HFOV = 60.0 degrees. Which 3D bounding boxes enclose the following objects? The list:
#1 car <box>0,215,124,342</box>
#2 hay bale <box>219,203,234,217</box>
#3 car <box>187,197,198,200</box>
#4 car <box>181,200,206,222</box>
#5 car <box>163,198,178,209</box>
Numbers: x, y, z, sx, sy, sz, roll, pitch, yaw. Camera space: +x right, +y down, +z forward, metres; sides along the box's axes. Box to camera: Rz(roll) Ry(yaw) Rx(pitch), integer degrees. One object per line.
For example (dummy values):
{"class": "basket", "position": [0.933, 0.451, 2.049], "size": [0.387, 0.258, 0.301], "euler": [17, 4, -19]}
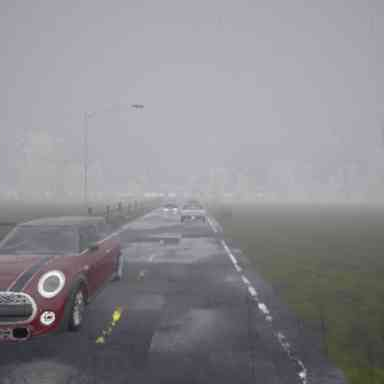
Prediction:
{"class": "car", "position": [-2.839, 1.352, 6.803], "size": [2.097, 1.767, 4.553], "euler": [0, 0, 1]}
{"class": "hay bale", "position": [3.134, 1.650, 30.615], "size": [1.220, 1.180, 1.240], "euler": [0, 1, 0]}
{"class": "car", "position": [0.100, 1.484, 43.602], "size": [1.837, 1.490, 4.892], "euler": [0, 0, 0]}
{"class": "car", "position": [0.094, 1.598, 26.562], "size": [1.895, 1.301, 4.718], "euler": [0, 0, 0]}
{"class": "car", "position": [-2.831, 1.523, 45.295], "size": [2.033, 1.411, 5.357], "euler": [0, 0, 0]}
